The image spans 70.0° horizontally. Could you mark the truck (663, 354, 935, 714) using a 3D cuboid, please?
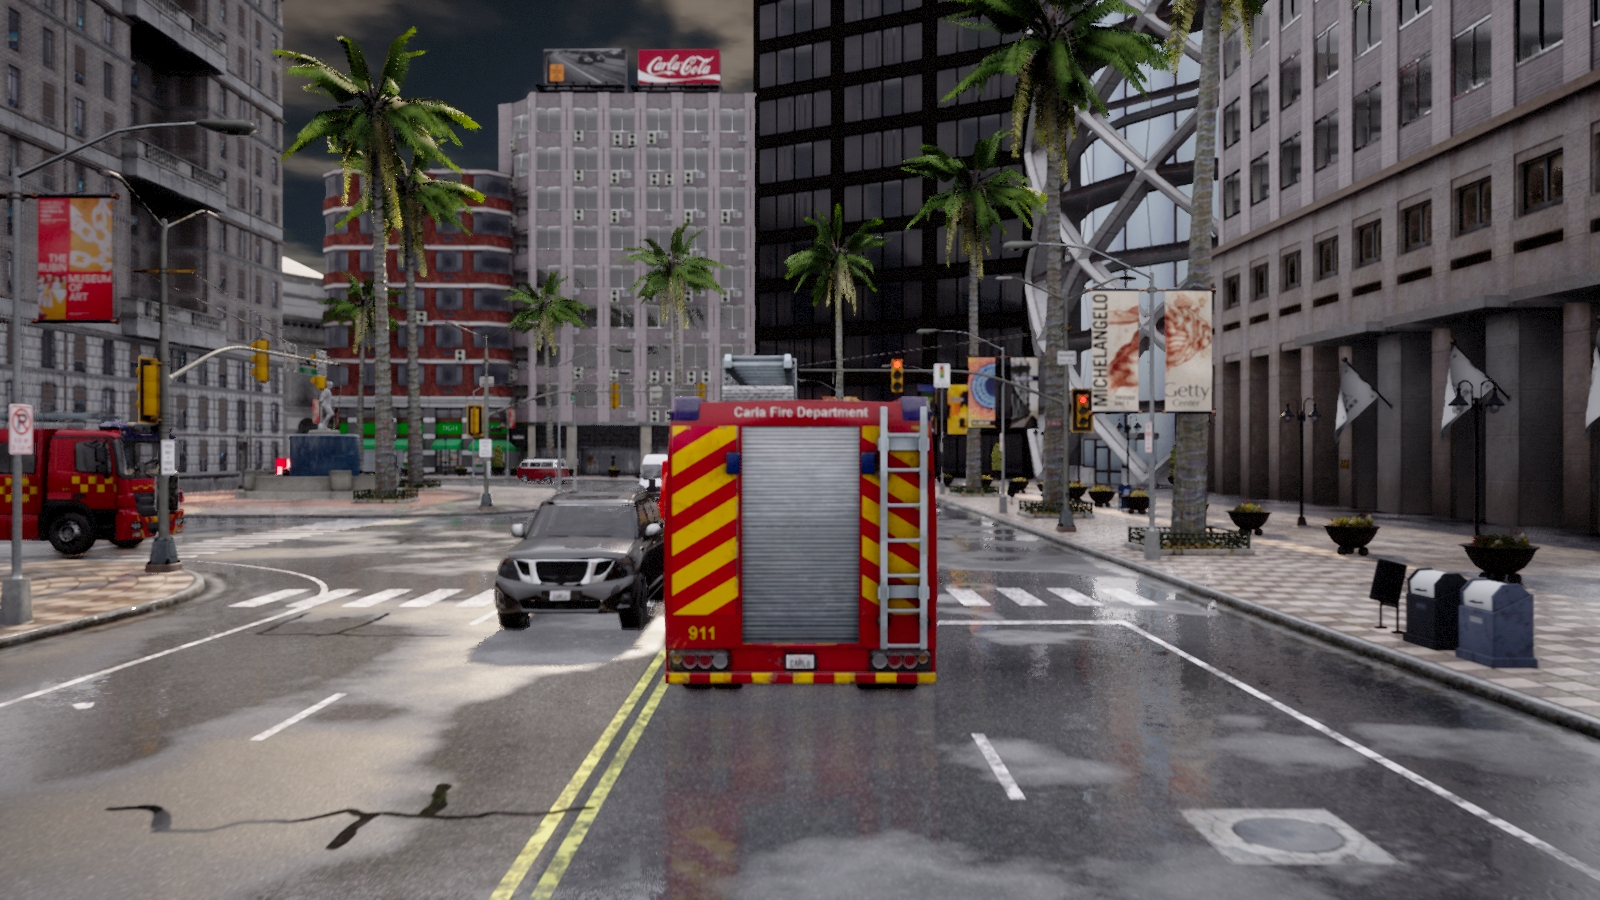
[{"bbox_3d":[-0.011,0.884,16.366,2.891,3.827,8.468,0,0,0],"label":"truck"}]

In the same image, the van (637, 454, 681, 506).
[{"bbox_3d":[-7.343,1.508,60.016,1.988,2.561,5.915,0,0,-4],"label":"van"}]

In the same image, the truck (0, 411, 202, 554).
[{"bbox_3d":[-21.793,0.877,32.110,8.468,3.827,2.891,0,0,1],"label":"truck"}]

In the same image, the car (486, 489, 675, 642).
[{"bbox_3d":[-3.502,1.771,19.433,2.150,2.045,5.566,0,0,0],"label":"car"}]
